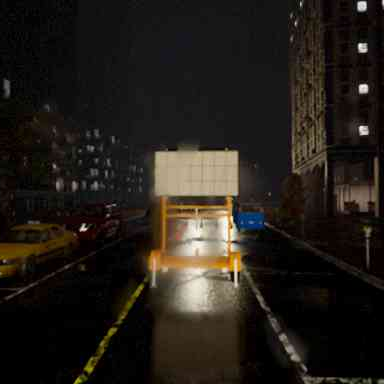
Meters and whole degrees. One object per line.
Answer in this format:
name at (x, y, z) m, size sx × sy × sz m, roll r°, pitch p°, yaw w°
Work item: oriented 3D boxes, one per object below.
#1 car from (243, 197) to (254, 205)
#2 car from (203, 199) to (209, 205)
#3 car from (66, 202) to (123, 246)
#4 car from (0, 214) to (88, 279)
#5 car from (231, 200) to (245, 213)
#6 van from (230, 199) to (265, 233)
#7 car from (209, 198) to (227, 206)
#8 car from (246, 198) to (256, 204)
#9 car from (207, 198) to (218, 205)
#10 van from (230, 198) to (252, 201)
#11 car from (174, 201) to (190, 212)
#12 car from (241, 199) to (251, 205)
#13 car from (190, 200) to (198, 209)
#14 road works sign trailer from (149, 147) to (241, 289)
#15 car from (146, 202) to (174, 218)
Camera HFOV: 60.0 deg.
car at (13.260, 2.107, 78.088) m, size 1.967 × 1.590 × 4.097 m, roll 1°, pitch 0°, yaw 16°
car at (3.503, 2.217, 72.333) m, size 1.947 × 1.339 × 4.313 m, roll 1°, pitch 0°, yaw 13°
car at (-4.808, 1.461, 16.259) m, size 2.192 × 1.841 × 5.009 m, roll 1°, pitch 0°, yaw 3°
car at (-5.083, 1.619, 10.428) m, size 1.752 × 1.417 × 4.829 m, roll 1°, pitch 0°, yaw 2°
car at (6.156, 1.899, 44.357) m, size 1.752 × 1.417 × 4.829 m, roll 1°, pitch 0°, yaw 9°
van at (3.516, 1.518, 20.776) m, size 1.690 × 1.788 × 3.998 m, roll 1°, pitch 0°, yaw 4°
car at (5.467, 2.160, 69.367) m, size 2.033 × 1.411 × 5.357 m, roll 0°, pitch -1°, yaw 13°
car at (14.781, 2.260, 83.521) m, size 1.887 × 1.381 × 4.507 m, roll 1°, pitch 0°, yaw 16°
car at (4.807, 2.226, 77.500) m, size 1.752 × 1.417 × 4.829 m, roll 1°, pitch 0°, yaw 15°
van at (3.998, 1.567, 26.619) m, size 1.690 × 1.788 × 3.998 m, roll 1°, pitch 0°, yaw 6°
car at (-1.903, 1.965, 44.683) m, size 1.947 × 1.339 × 4.313 m, roll 1°, pitch 0°, yaw 8°
car at (11.823, 2.183, 72.584) m, size 1.947 × 1.339 × 4.313 m, roll 1°, pitch 0°, yaw 14°
car at (-0.027, 2.081, 55.872) m, size 1.802 × 1.307 × 4.206 m, roll 1°, pitch 0°, yaw 11°
road works sign trailer at (0.134, 0.547, 9.477) m, size 2.380 × 3.560 × 2.880 m, roll 0°, pitch 0°, yaw 3°
car at (-3.376, 1.865, 33.378) m, size 1.947 × 1.339 × 4.313 m, roll 1°, pitch 0°, yaw 6°
